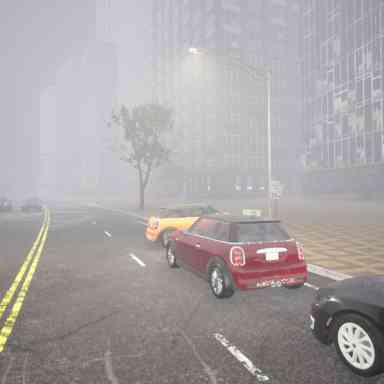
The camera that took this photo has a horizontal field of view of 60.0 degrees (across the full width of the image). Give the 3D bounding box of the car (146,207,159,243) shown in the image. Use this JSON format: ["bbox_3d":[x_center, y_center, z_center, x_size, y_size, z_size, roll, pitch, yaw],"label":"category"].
[{"bbox_3d":[0.339,1.277,14.479,4.553,1.767,2.097,-3,1,-18],"label":"car"}]

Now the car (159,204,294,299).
[{"bbox_3d":[0.860,1.355,8.871,2.097,1.767,4.553,0,0,-22],"label":"car"}]

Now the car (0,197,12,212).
[{"bbox_3d":[-21.884,1.391,38.042,2.097,1.767,4.553,0,0,-24],"label":"car"}]

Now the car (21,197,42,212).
[{"bbox_3d":[-18.918,1.393,39.370,2.097,1.767,4.553,0,0,-24],"label":"car"}]

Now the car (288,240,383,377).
[{"bbox_3d":[3.607,1.505,3.406,1.837,1.490,4.892,0,0,-36],"label":"car"}]
